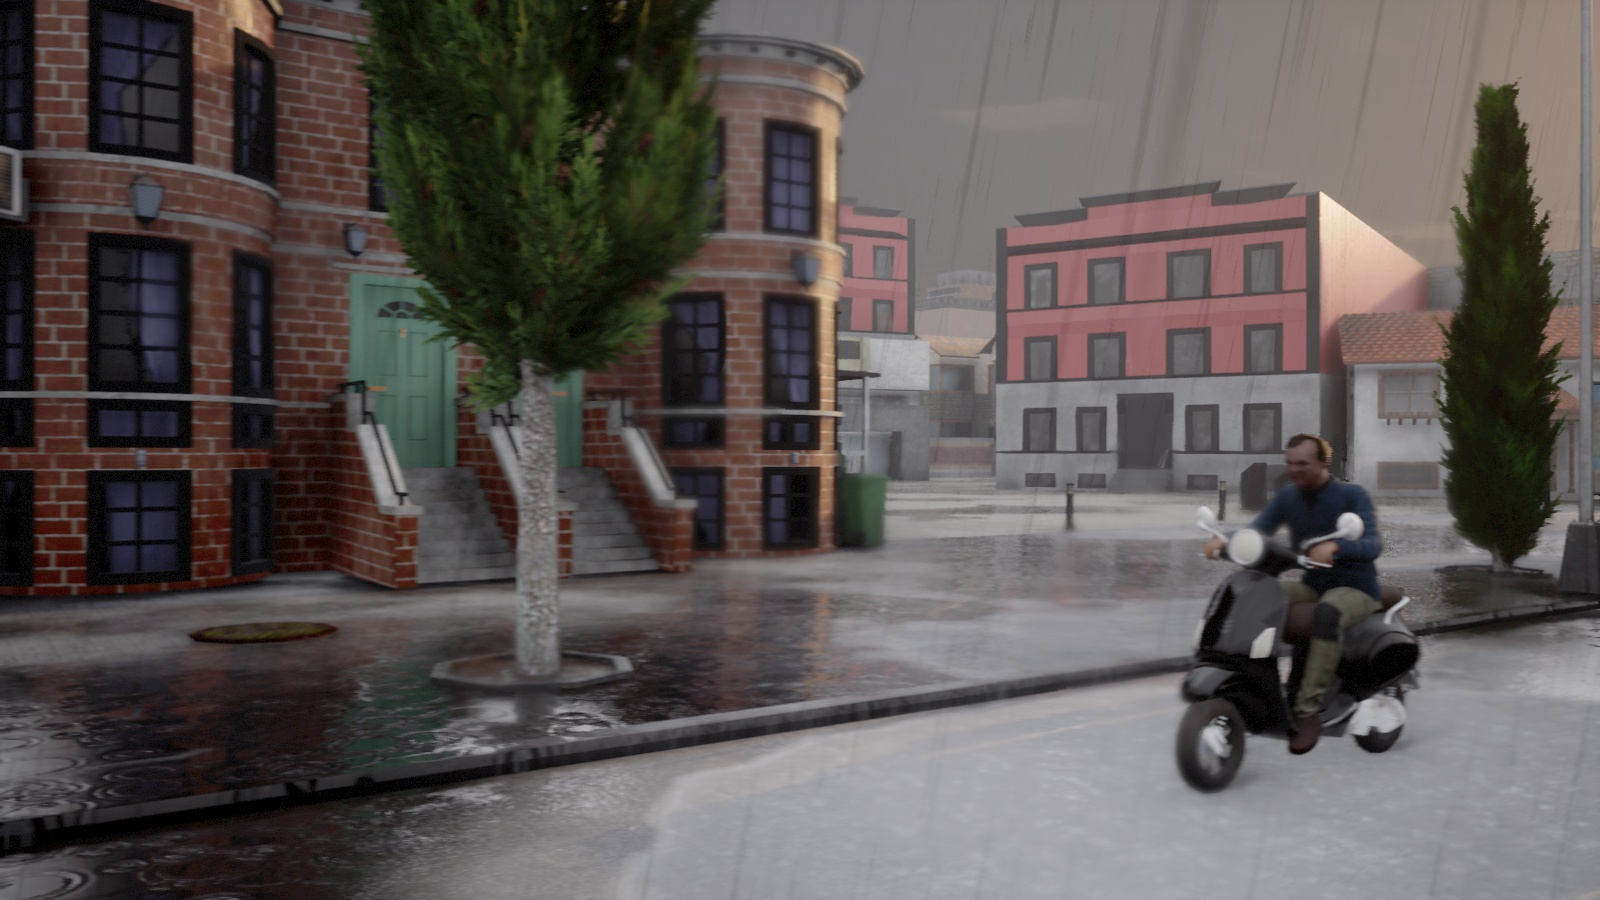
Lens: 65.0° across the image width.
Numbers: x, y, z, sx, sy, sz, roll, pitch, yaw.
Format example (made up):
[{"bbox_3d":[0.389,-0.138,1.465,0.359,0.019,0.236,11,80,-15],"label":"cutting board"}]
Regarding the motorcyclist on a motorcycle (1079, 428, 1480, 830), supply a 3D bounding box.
[{"bbox_3d":[2.254,0.708,5.835,1.817,1.590,0.866,0,0,-35],"label":"motorcyclist on a motorcycle"}]
